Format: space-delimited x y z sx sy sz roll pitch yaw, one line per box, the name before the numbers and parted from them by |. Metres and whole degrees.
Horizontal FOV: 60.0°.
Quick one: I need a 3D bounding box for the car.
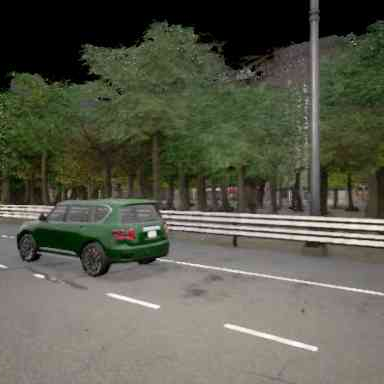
car | -3.251 1.234 10.492 5.566 2.045 2.150 0 0 36
